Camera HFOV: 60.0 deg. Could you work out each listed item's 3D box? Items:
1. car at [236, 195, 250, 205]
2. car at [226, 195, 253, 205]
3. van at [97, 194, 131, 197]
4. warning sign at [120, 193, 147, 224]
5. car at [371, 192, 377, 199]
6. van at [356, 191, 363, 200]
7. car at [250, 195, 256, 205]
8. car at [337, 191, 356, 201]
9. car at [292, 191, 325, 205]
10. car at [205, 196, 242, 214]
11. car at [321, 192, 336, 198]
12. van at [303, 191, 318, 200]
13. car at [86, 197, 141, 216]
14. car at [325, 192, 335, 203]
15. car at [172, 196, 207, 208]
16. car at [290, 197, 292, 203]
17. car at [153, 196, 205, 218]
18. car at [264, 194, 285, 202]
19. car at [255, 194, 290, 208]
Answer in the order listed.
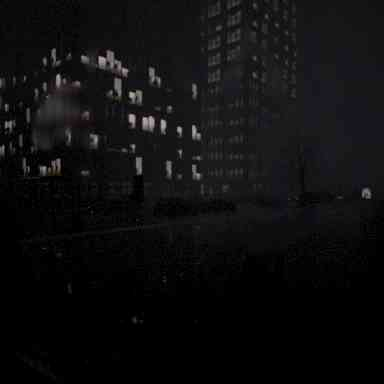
[{"bbox_3d":[8.561,1.158,47.546,1.994,1.385,4.181,0,1,41],"label":"car"},{"bbox_3d":[7.149,1.140,49.959,1.947,1.339,4.313,1,1,40],"label":"car"},{"bbox_3d":[-7.712,1.098,32.727,1.690,1.788,3.998,1,1,40],"label":"van"},{"bbox_3d":[-3.662,0.972,20.737,1.300,1.860,1.060,0,0,40],"label":"warning sign"},{"bbox_3d":[39.362,0.843,74.795,2.008,1.369,4.403,1,1,40],"label":"car"},{"bbox_3d":[35.670,0.679,70.465,1.690,1.788,3.998,1,1,40],"label":"van"},{"bbox_3d":[10.339,1.105,44.866,2.128,1.511,4.902,0,1,41],"label":"car"},{"bbox_3d":[28.394,0.952,61.942,1.752,1.417,4.829,1,1,40],"label":"car"},{"bbox_3d":[17.206,0.880,48.828,2.192,1.841,5.009,1,1,40],"label":"car"},{"bbox_3d":[2.484,1.314,31.481,1.947,1.339,4.313,1,1,40],"label":"car"},{"bbox_3d":[33.000,0.822,80.251,1.947,1.339,4.313,1,1,40],"label":"car"},{"bbox_3d":[25.615,0.687,71.592,1.690,1.788,3.998,1,1,40],"label":"van"},{"bbox_3d":[-6.920,1.385,29.493,1.895,1.301,4.718,0,1,40],"label":"car"},{"bbox_3d":[20.898,0.835,53.155,2.192,1.841,5.009,1,1,40],"label":"car"},{"bbox_3d":[-0.243,1.210,41.311,1.887,1.381,4.507,1,1,40],"label":"car"},{"bbox_3d":[17.021,1.131,52.771,1.895,1.301,4.718,0,1,40],"label":"car"},{"bbox_3d":[-1.165,1.235,27.116,1.967,1.590,4.097,1,1,40],"label":"car"},{"bbox_3d":[14.535,1.049,58.614,1.947,1.339,4.313,1,1,40],"label":"car"},{"bbox_3d":[9.819,1.238,40.177,1.802,1.307,4.206,1,1,40],"label":"car"}]
